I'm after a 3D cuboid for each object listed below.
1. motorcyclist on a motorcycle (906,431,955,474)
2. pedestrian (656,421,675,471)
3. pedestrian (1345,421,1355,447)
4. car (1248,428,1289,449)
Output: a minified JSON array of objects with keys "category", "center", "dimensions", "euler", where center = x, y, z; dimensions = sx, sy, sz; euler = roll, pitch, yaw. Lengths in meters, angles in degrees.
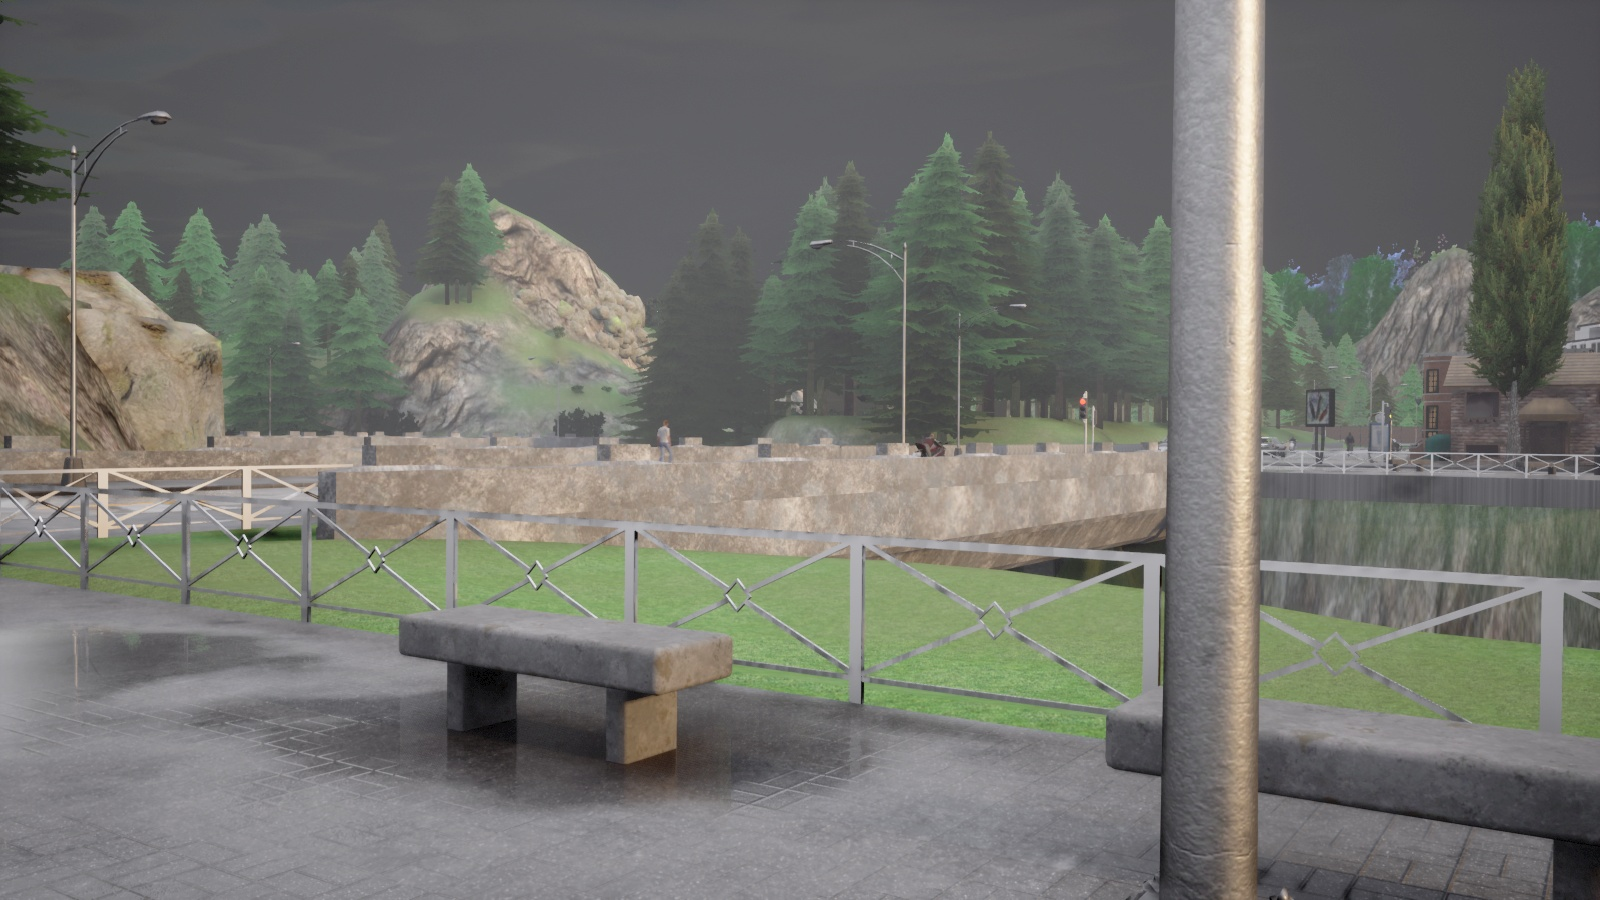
[{"category":"motorcyclist on a motorcycle","center":[4.851,0.085,46.644],"dimensions":[0.866,1.530,2.191],"euler":[0,1,34]},{"category":"pedestrian","center":[-4.983,-0.149,46.488],"dimensions":[0.354,1.836,0.706],"euler":[0,1,30]},{"category":"pedestrian","center":[39.454,-1.152,90.080],"dimensions":[0.563,1.883,0.849],"euler":[0,1,14]},{"category":"car","center":[33.546,-0.834,89.840],"dimensions":[1.970,1.475,3.806],"euler":[0,1,34]}]
